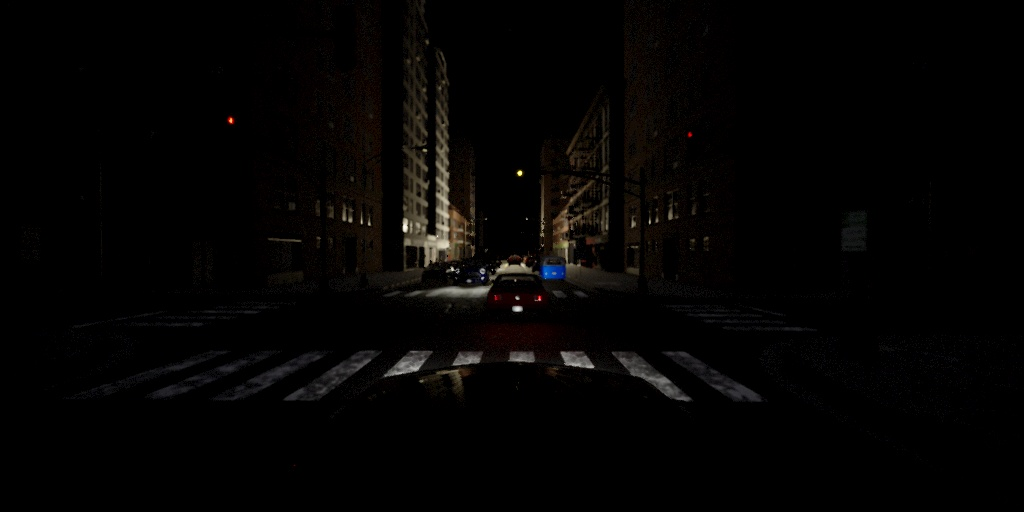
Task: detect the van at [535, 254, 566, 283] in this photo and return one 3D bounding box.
[{"bbox_3d":[2.817,0.899,25.583,1.690,1.789,3.998,0,0,0],"label":"van"}]

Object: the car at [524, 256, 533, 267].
[{"bbox_3d":[2.991,0.954,48.307,1.802,1.307,4.207,0,0,0],"label":"car"}]

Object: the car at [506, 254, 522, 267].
[{"bbox_3d":[0.404,0.792,54.892,1.882,1.535,5.008,0,0,0],"label":"car"}]

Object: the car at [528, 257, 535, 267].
[{"bbox_3d":[2.904,1.049,36.945,1.802,1.307,4.207,0,0,0],"label":"car"}]

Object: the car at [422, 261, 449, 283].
[{"bbox_3d":[-5.207,1.107,25.636,2.007,1.370,4.403,0,0,0],"label":"car"}]

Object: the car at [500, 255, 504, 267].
[{"bbox_3d":[-2.481,0.943,47.403,1.994,1.385,4.181,0,0,1],"label":"car"}]

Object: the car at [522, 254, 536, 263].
[{"bbox_3d":[3.035,0.638,53.989,2.192,1.841,5.009,0,0,0],"label":"car"}]

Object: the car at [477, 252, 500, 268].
[{"bbox_3d":[-2.597,0.705,33.970,2.150,2.045,5.566,0,1,0],"label":"car"}]

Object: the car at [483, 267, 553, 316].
[{"bbox_3d":[0.192,1.270,12.989,1.895,1.301,4.718,0,1,0],"label":"car"}]

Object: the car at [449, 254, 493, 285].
[{"bbox_3d":[-2.631,0.922,24.053,2.097,1.767,4.553,0,0,-1],"label":"car"}]
